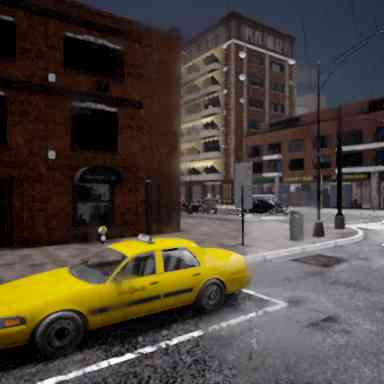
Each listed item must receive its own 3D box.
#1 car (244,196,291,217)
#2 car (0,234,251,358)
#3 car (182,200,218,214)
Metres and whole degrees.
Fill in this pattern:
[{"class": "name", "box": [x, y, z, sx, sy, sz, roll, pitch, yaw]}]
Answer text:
[{"class": "car", "box": [6.369, 1.319, 28.800, 1.812, 1.442, 4.674, 0, 0, -35]}, {"class": "car", "box": [-1.066, 1.484, 5.957, 4.829, 1.417, 1.752, -1, 2, -36]}, {"class": "car", "box": [0.662, 1.406, 32.279, 1.947, 1.339, 4.313, -1, 0, -35]}]
